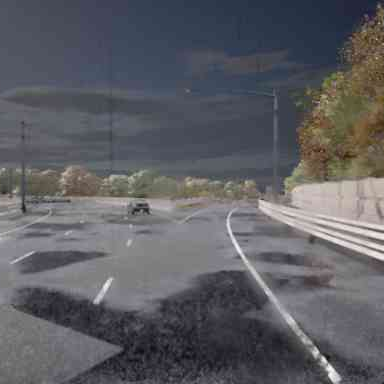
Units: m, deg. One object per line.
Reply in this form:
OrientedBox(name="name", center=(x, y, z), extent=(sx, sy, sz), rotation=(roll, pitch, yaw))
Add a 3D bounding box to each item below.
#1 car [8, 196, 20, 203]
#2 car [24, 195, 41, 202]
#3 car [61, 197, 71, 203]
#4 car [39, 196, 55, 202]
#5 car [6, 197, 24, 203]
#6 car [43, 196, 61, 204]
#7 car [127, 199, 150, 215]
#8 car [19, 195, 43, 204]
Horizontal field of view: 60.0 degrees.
OrientedBox(name="car", center=(-40.524, 1.650, 77.165), extent=(4.181, 1.385, 1.994), rotation=(0, 0, 41))
OrientedBox(name="car", center=(-38.420, 1.599, 79.979), extent=(4.892, 1.490, 1.837), rotation=(0, 0, 41))
OrientedBox(name="car", center=(-29.098, 1.753, 75.417), extent=(1.994, 1.385, 4.181), rotation=(0, 0, -44))
OrientedBox(name="car", center=(-36.007, 1.606, 82.514), extent=(4.674, 1.442, 1.812), rotation=(0, 0, 41))
OrientedBox(name="car", center=(-41.692, 1.831, 78.209), extent=(5.357, 1.411, 2.033), rotation=(0, 0, 41))
OrientedBox(name="car", center=(-31.224, 1.756, 72.558), extent=(2.033, 1.411, 5.357), rotation=(0, 0, -44))
OrientedBox(name="car", center=(-5.552, 1.542, 34.196), extent=(1.837, 1.490, 4.892), rotation=(0, 0, -18))
OrientedBox(name="car", center=(-34.267, 1.770, 70.692), extent=(2.033, 1.411, 5.357), rotation=(0, 0, -44))
